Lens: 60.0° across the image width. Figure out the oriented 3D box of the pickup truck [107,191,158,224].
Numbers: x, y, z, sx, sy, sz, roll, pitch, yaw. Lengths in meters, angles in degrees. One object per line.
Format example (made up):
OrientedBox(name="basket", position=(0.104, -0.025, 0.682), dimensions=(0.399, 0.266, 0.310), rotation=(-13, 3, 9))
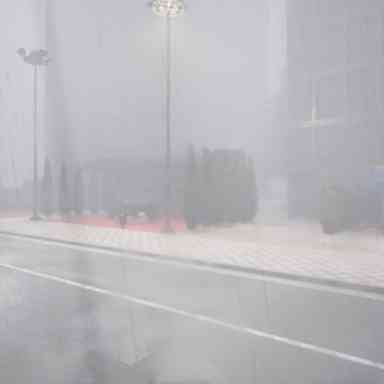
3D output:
OrientedBox(name="pickup truck", position=(-4.309, 0.978, 23.049), dimensions=(2.390, 2.098, 6.274), rotation=(0, 0, -24))
